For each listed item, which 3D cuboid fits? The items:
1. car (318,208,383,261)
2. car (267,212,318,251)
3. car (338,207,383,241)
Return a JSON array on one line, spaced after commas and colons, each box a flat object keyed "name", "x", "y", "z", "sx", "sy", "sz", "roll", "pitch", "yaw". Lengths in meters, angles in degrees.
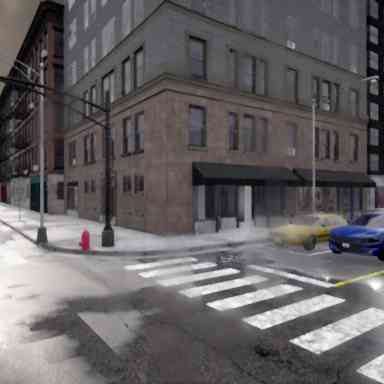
[{"name": "car", "x": 7.105, "y": 1.483, "z": 12.391, "sx": 5.008, "sy": 1.535, "sz": 1.882, "roll": 0, "pitch": 0, "yaw": -35}, {"name": "car", "x": 5.274, "y": 1.539, "z": 14.204, "sx": 4.829, "sy": 1.417, "sz": 1.752, "roll": 0, "pitch": 0, "yaw": -35}, {"name": "car", "x": 9.833, "y": 1.565, "z": 17.426, "sx": 4.403, "sy": 1.369, "sz": 2.008, "roll": 0, "pitch": 0, "yaw": -35}]
